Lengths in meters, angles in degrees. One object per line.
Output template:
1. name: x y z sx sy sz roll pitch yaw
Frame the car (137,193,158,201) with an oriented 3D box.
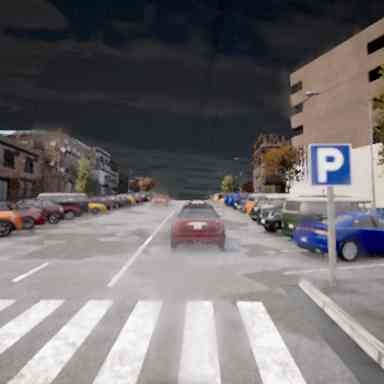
1. car: -10.435 1.221 77.897 4.553 1.767 2.185 -1 -1 -19

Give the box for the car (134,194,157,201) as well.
1. car: -10.503 1.310 74.957 4.892 1.521 2.231 -1 0 -19

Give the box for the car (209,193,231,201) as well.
1. car: 7.536 1.329 89.823 5.566 2.045 2.435 1 -1 -19

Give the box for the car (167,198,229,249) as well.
1. car: 0.253 1.299 14.375 2.097 1.767 4.553 0 0 1

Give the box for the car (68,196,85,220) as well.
1. car: -10.896 1.352 25.059 5.008 1.535 2.097 -1 0 -20

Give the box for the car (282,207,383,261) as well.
1. car: 6.094 1.465 11.901 5.008 1.535 2.097 1 0 -18

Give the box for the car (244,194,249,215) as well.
1. car: 6.466 1.272 23.885 4.553 1.767 2.185 1 0 -18

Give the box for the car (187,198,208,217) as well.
1. car: 0.510 1.383 30.789 1.812 1.442 4.674 0 0 1

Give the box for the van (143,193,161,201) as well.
1. van: -10.431 1.273 86.654 4.442 1.987 1.878 0 -1 -19

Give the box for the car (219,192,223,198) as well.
1. car: 7.016 1.030 44.953 5.566 2.045 2.435 1 0 -19

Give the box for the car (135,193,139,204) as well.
1. car: -10.790 1.230 48.551 5.008 1.535 2.097 -1 1 -20

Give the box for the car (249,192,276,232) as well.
1. car: 6.275 1.180 17.880 5.566 2.045 2.435 1 1 -18

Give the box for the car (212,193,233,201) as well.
1. car: 7.368 1.284 80.854 4.553 1.767 2.185 1 -1 -19

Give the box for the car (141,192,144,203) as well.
1. car: -10.753 1.248 54.426 4.674 1.452 2.002 -1 0 -19

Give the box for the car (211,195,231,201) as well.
1. car: 7.527 1.548 86.854 4.792 1.488 2.163 1 -1 -19

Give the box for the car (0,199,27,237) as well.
1. car: -10.857 1.273 16.214 4.553 1.767 2.185 -1 1 -20

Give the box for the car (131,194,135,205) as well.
1. car: -10.807 1.246 45.614 4.892 1.521 2.231 -1 1 -20

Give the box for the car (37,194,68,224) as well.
1. car: -10.860 1.242 22.114 4.553 1.767 2.185 -1 1 -20

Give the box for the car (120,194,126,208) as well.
1. car: -10.856 1.276 39.747 5.008 1.535 2.097 -1 0 -20

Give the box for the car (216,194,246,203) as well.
1. car: 7.325 1.238 62.967 5.366 1.575 1.946 1 -1 -19

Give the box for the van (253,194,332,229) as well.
1. van: 6.290 1.188 20.850 4.442 1.987 1.878 1 1 -18

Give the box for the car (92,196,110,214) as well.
1. car: -10.705 1.316 31.002 5.366 1.575 1.946 -1 0 -20

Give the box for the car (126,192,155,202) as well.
1. car: -10.619 1.000 69.076 5.566 2.045 2.435 -1 0 -19

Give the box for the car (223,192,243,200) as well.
1. car: 6.930 1.063 38.934 5.566 2.045 2.435 1 0 -19

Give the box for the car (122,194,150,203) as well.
1. car: -10.666 1.216 63.221 5.008 1.535 2.097 -1 0 -19

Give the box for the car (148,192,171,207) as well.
1. car: -4.472 1.121 46.644 2.097 1.767 4.553 0 0 1

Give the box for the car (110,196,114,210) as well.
1. car: -10.880 1.307 33.874 5.008 1.535 2.097 -1 0 -20

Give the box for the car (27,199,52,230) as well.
1. car: -10.915 1.413 19.146 4.792 1.488 2.163 -1 1 -20

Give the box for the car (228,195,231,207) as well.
1. car: 6.861 1.361 35.922 4.792 1.488 2.163 1 0 -19

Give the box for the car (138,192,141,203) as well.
1. car: -10.745 1.091 51.492 4.553 1.767 2.185 -1 0 -19

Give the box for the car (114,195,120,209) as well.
1. car: -10.833 1.320 36.820 4.792 1.488 2.163 -1 0 -20

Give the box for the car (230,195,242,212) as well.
1. car: 6.771 1.349 32.902 4.892 1.521 2.231 1 1 -19

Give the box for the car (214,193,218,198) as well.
1. car: 6.884 1.232 53.867 5.366 1.575 1.946 1 0 -19

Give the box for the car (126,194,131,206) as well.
1. car: -10.828 1.262 42.682 4.892 1.521 2.231 -1 1 -20

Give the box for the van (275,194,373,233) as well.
1. van: 6.311 1.224 14.935 4.442 1.987 1.878 1 0 -18

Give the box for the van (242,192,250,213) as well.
1. van: 6.703 1.157 26.934 4.442 1.987 1.878 1 0 -18

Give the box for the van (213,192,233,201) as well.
1. van: 7.244 1.137 77.826 4.442 1.987 1.878 1 -1 -19

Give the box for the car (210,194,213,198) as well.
1. car: 7.132 1.322 74.808 5.366 1.575 1.946 1 0 -19

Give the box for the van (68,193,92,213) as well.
1. van: -10.999 1.113 27.959 4.442 1.987 1.878 -1 1 -20

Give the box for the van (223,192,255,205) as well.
1. van: 7.147 1.024 50.974 4.442 1.987 1.878 1 0 -19

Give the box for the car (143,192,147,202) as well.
1. car: -10.693 1.079 57.358 4.553 1.767 2.185 -1 0 -19

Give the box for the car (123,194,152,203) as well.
1. car: -10.800 1.228 66.096 5.366 1.575 1.946 -1 0 -19

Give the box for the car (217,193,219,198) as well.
1. car: 6.837 1.259 47.875 5.366 1.575 1.946 1 1 -19
